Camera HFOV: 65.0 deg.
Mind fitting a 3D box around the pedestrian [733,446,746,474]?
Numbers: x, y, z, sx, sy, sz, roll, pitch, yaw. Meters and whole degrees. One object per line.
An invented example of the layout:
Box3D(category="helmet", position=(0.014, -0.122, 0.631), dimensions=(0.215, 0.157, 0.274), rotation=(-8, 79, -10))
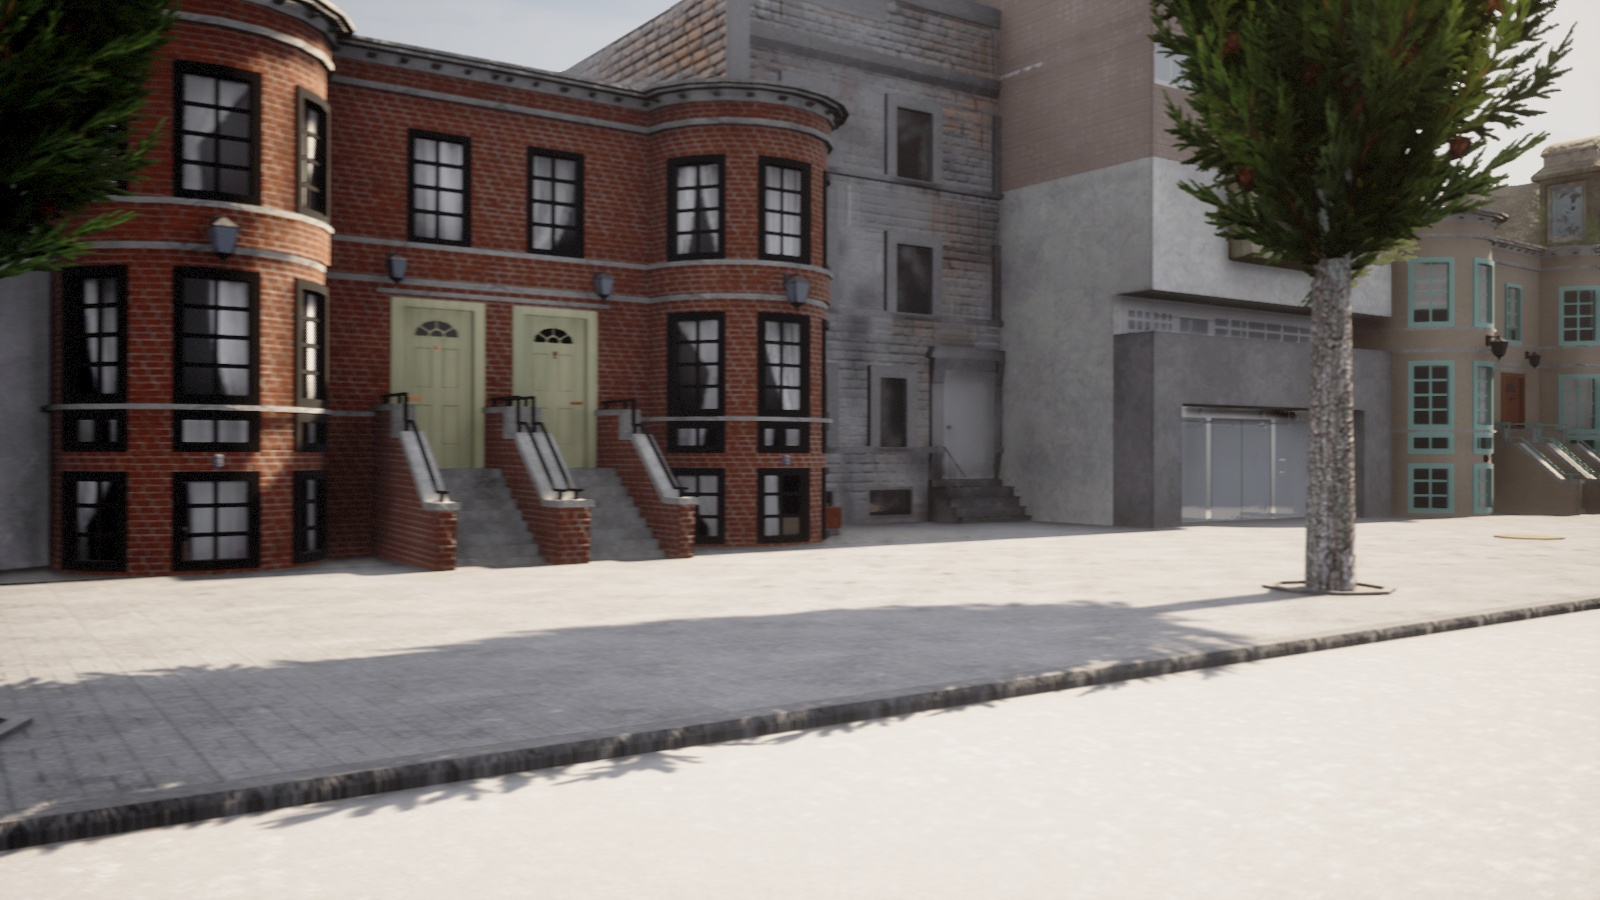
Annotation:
Box3D(category="pedestrian", position=(-4.269, 0.681, 88.593), dimensions=(0.659, 1.952, 0.873), rotation=(0, 0, -27))
